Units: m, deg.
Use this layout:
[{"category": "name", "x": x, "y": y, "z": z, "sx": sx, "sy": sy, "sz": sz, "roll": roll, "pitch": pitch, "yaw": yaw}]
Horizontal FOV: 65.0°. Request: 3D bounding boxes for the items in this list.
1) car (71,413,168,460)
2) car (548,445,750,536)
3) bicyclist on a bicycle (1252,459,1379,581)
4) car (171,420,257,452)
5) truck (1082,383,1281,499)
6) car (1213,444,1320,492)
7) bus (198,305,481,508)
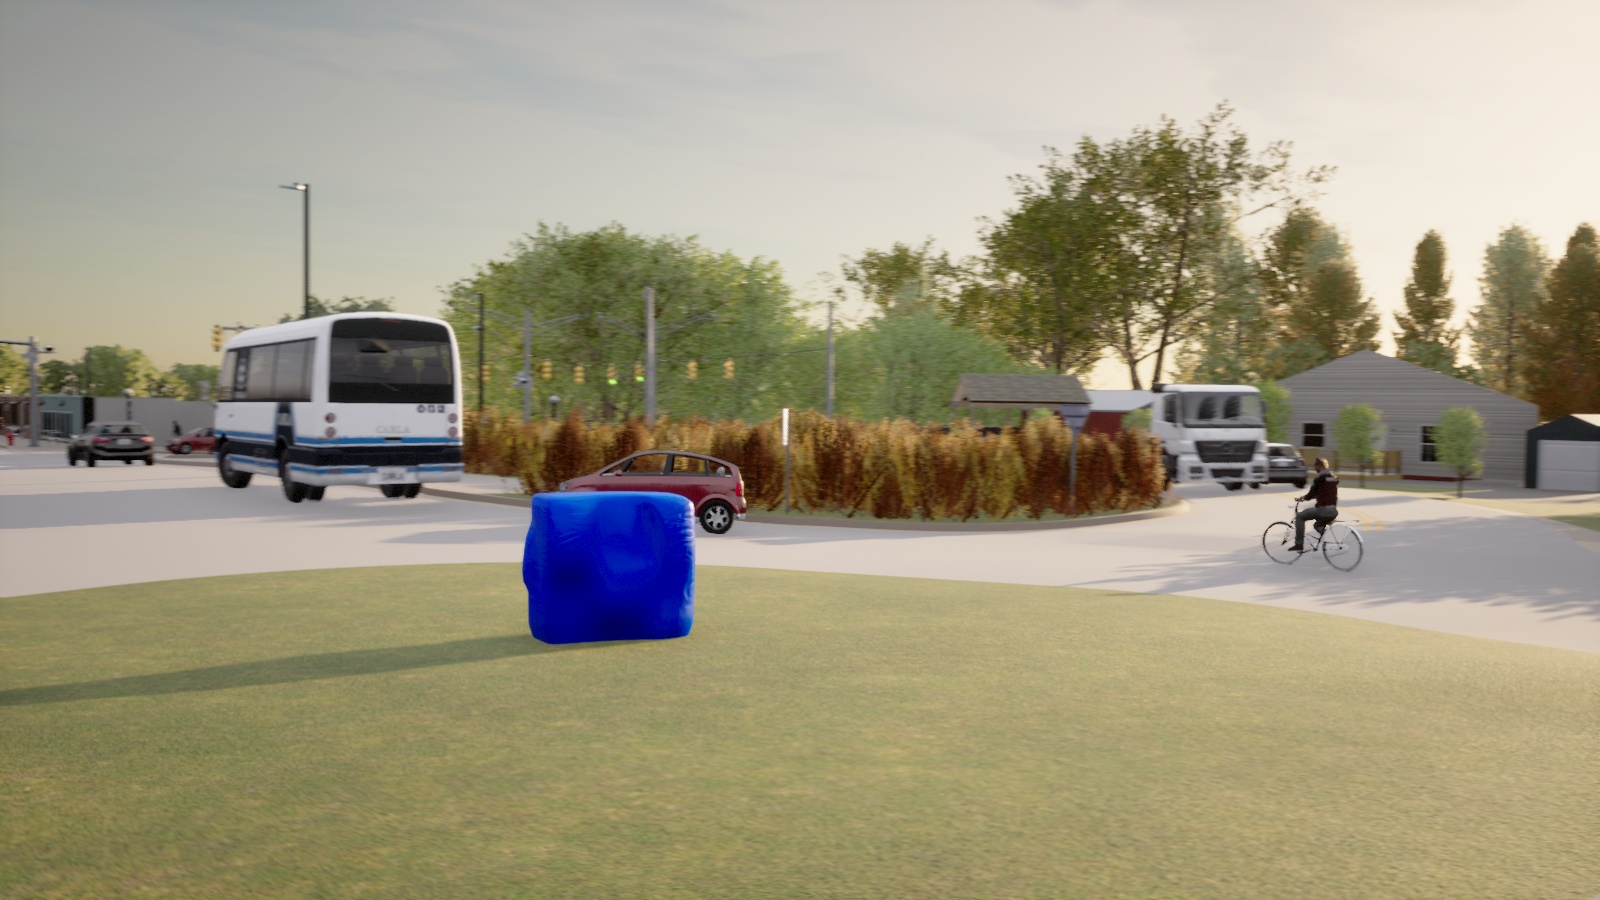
[{"category": "car", "x": -25.502, "y": -0.491, "z": 46.995, "sx": 2.242, "sy": 1.667, "sz": 4.611, "roll": -1, "pitch": 1, "yaw": -41}, {"category": "car", "x": -2.874, "y": 0.759, "z": 24.371, "sx": 3.705, "sy": 1.549, "sz": 1.789, "roll": 2, "pitch": 1, "yaw": -4}, {"category": "bicyclist on a bicycle", "x": 8.081, "y": 1.062, "z": 19.780, "sx": 0.659, "sy": 1.776, "sz": 1.843, "roll": -1, "pitch": 1, "yaw": -29}, {"category": "car", "x": -32.929, "y": -0.778, "z": 70.594, "sx": 3.988, "sy": 1.617, "sz": 1.851, "roll": 2, "pitch": 0, "yaw": -42}, {"category": "truck", "x": 12.357, "y": -0.377, "z": 41.622, "sx": 2.891, "sy": 3.462, "sz": 7.936, "roll": 0, "pitch": 1, "yaw": -11}, {"category": "car", "x": 15.679, "y": 0.576, "z": 42.406, "sx": 1.970, "sy": 1.475, "sz": 3.806, "roll": 0, "pitch": 2, "yaw": -4}, {"category": "bus", "x": -11.944, "y": -1.113, "z": 31.667, "sx": 3.944, "sy": 4.253, "sz": 10.273, "roll": -1, "pitch": 2, "yaw": -37}]
